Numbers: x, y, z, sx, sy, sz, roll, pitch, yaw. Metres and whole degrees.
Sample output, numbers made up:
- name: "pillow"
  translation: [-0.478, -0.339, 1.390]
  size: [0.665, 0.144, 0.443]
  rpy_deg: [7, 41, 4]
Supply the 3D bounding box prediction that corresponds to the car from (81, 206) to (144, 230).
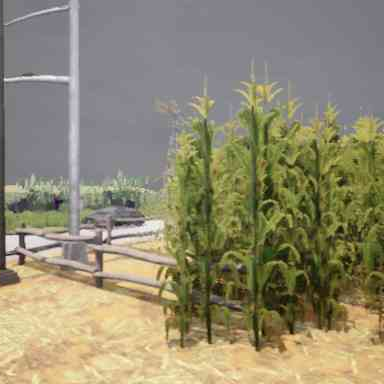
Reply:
- name: "car"
  translation: [-5.020, 1.606, 21.537]
  size: [1.994, 1.385, 4.181]
  rpy_deg: [0, 0, 36]
